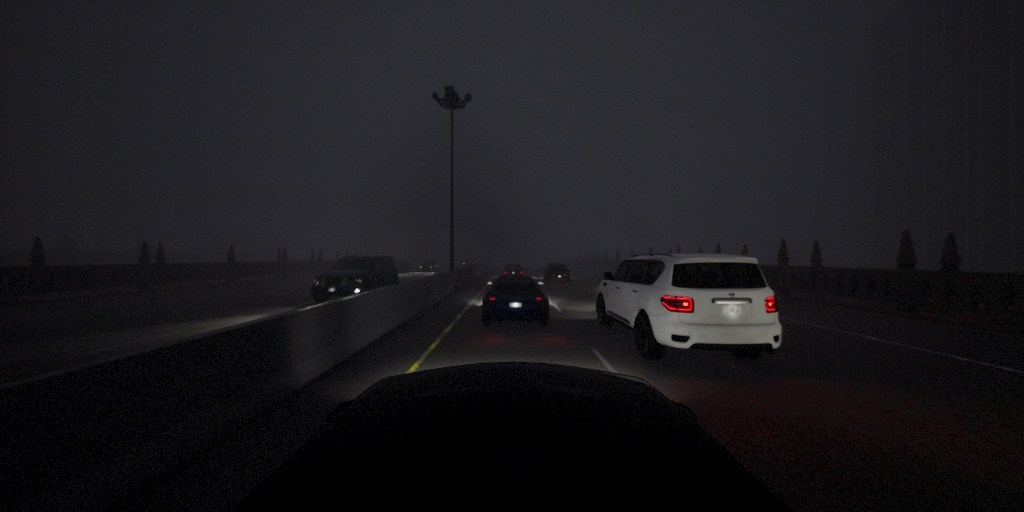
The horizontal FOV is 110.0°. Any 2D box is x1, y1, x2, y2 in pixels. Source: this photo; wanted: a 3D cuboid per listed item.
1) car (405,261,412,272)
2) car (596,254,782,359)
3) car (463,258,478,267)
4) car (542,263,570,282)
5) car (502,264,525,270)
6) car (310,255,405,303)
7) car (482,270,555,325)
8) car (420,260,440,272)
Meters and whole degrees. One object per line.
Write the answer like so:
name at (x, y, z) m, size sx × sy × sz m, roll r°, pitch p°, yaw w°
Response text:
car at (-14.068, 1.288, 44.923) m, size 1.882 × 1.535 × 5.008 m, roll 0°, pitch 0°, yaw 0°
car at (3.601, 0.972, 8.548) m, size 2.150 × 2.045 × 5.566 m, roll 0°, pitch 0°, yaw 0°
car at (-7.029, 1.199, 60.560) m, size 2.097 × 1.767 × 4.553 m, roll 0°, pitch 0°, yaw 1°
car at (3.602, 1.281, 29.531) m, size 1.837 × 1.490 × 4.892 m, roll 0°, pitch 0°, yaw 0°
car at (0.103, 1.324, 29.733) m, size 2.033 × 1.411 × 5.357 m, roll 0°, pitch 0°, yaw 0°
car at (-7.107, 0.978, 16.952) m, size 2.150 × 2.045 × 5.566 m, roll 0°, pitch 0°, yaw 0°
car at (0.101, 1.316, 11.846) m, size 1.994 × 1.385 × 4.181 m, roll 0°, pitch 0°, yaw 0°
car at (-10.571, 1.321, 46.478) m, size 1.837 × 1.490 × 4.892 m, roll 0°, pitch -1°, yaw 0°
